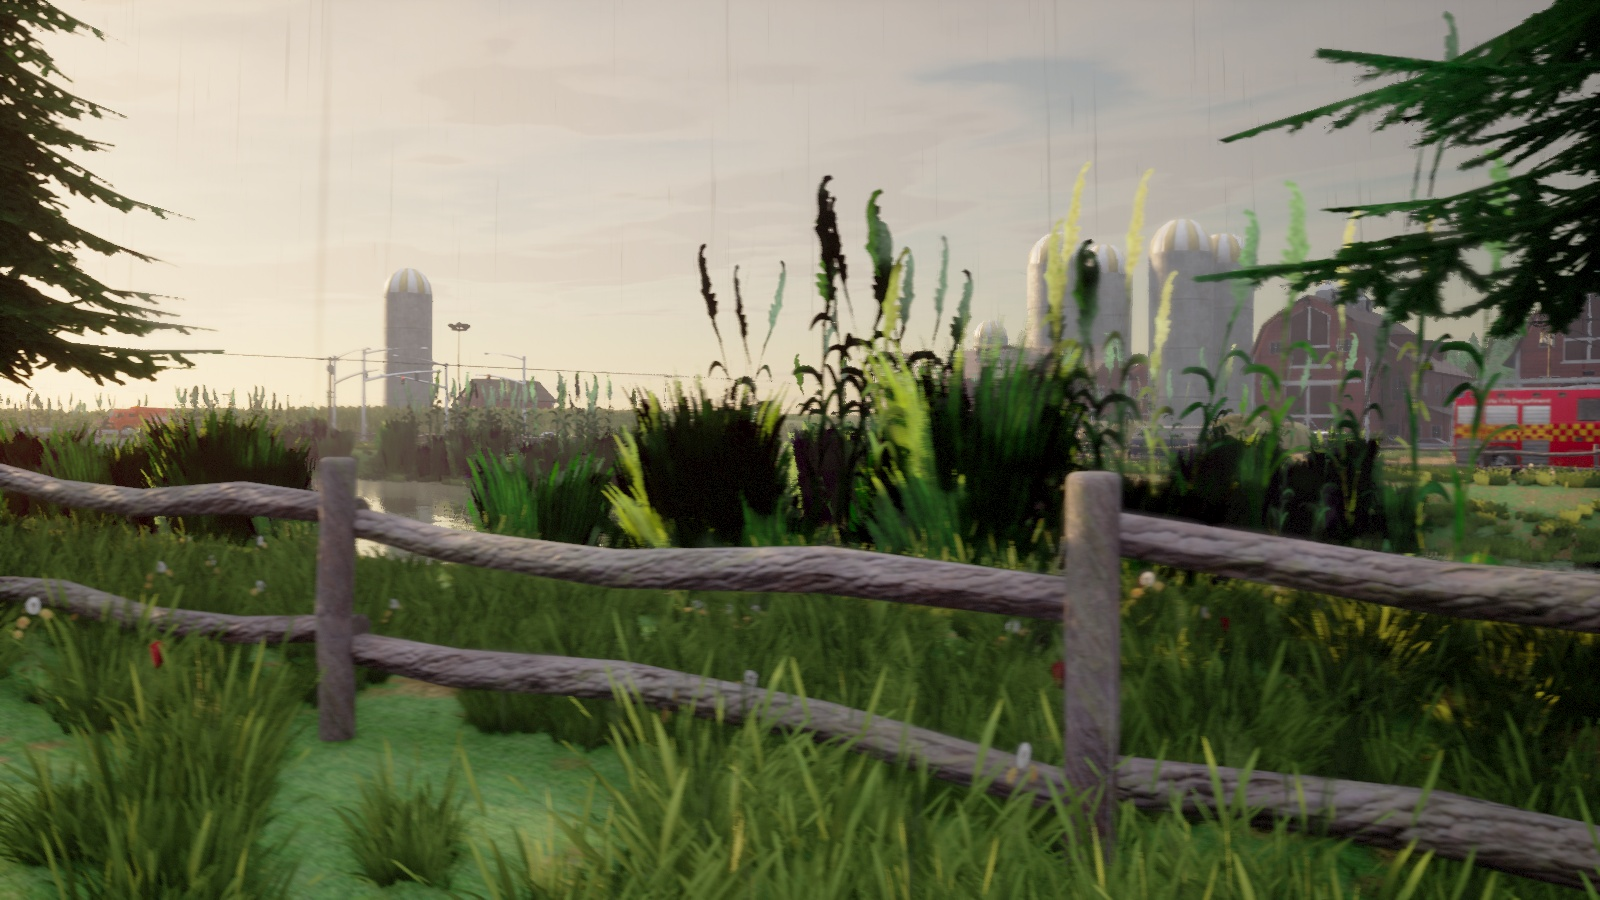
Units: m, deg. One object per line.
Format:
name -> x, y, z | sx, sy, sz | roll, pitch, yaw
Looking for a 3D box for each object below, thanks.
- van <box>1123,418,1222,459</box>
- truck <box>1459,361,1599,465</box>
van -> 18.814, -0.588, 63.534 | 4.442, 1.987, 1.775 | 0, 1, 43
truck -> 30.269, -1.398, 48.100 | 8.468, 3.827, 2.891 | 0, 1, 43
